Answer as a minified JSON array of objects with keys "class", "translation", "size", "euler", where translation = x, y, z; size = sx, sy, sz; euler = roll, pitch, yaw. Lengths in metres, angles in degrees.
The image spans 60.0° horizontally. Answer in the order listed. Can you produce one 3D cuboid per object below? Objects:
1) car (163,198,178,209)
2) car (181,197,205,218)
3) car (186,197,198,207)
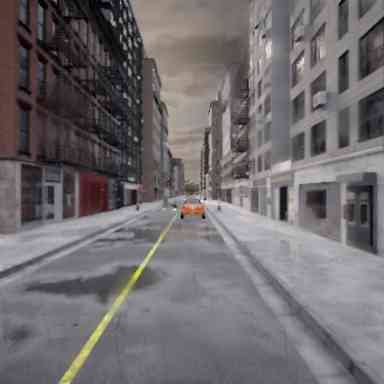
[{"class":"car","translation":[-3.059,1.588,47.039],"size":[1.812,1.442,4.674],"euler":[0,0,0]},{"class":"car","translation":[0.085,1.371,30.175],"size":[2.097,1.767,4.553],"euler":[0,0,0]},{"class":"car","translation":[0.005,1.591,52.806],"size":[1.837,1.490,4.892],"euler":[0,0,0]}]
